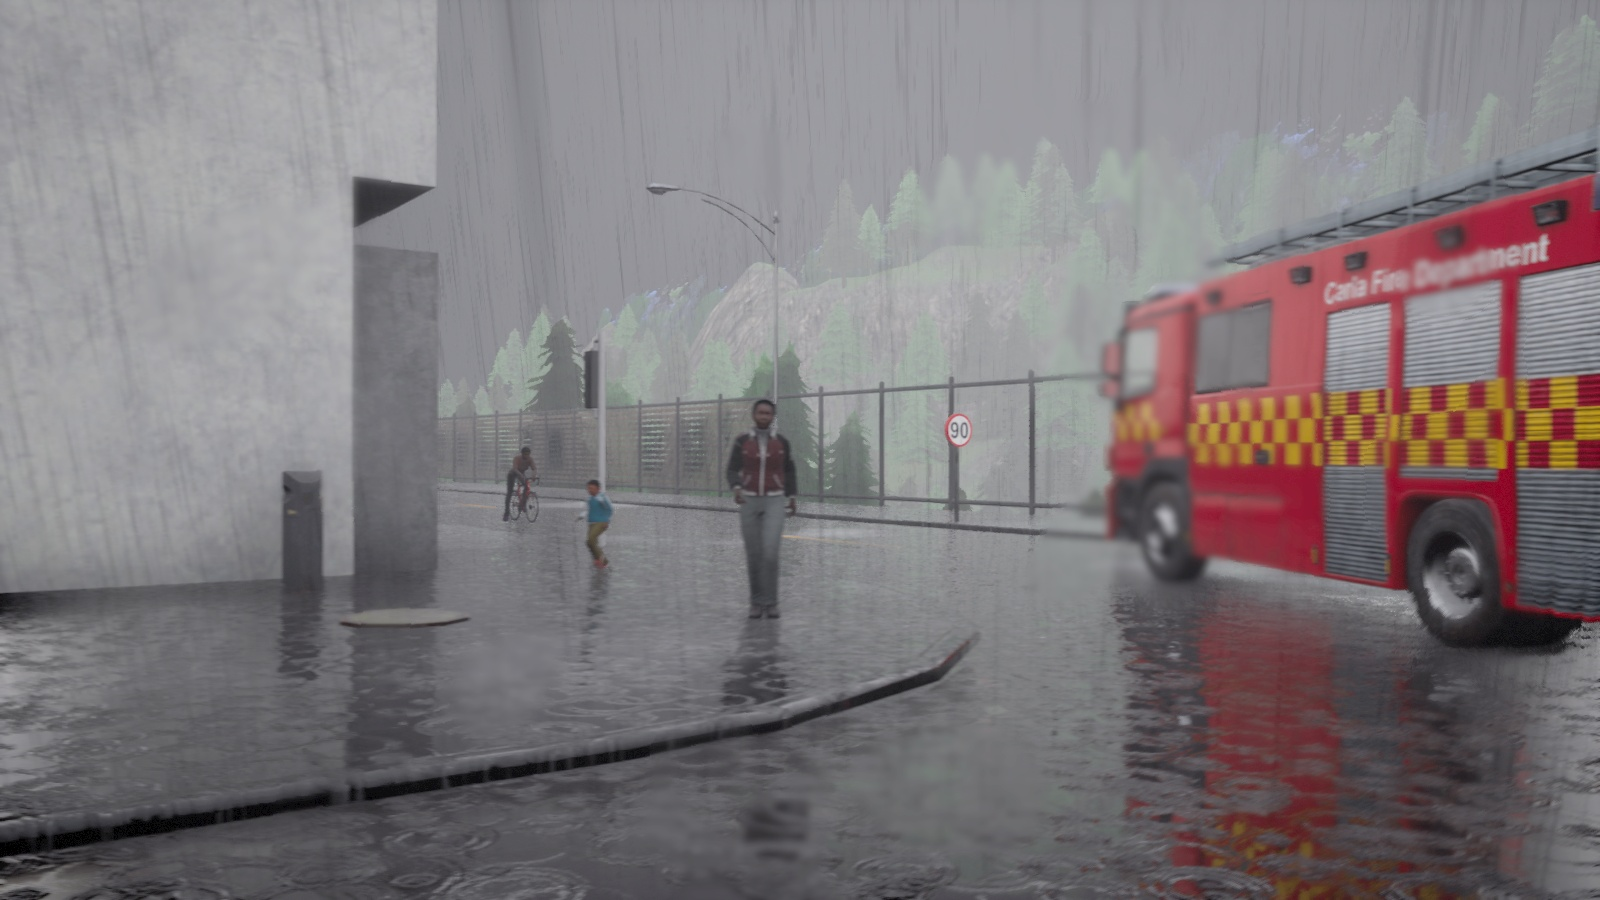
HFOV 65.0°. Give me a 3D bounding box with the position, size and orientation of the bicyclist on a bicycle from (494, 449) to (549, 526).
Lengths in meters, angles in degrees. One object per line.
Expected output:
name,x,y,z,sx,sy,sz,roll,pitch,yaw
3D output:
bicyclist on a bicycle,-6.063,0.790,27.315,0.582,1.620,1.656,0,0,-34

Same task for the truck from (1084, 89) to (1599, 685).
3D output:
truck,5.827,-0.398,12.484,2.891,3.827,8.468,0,0,-9

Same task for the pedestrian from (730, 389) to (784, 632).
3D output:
pedestrian,-0.346,0.479,10.312,0.402,1.930,0.666,0,0,2

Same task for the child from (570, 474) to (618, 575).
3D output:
child,-2.475,0.884,15.089,0.343,1.192,0.448,0,0,41
